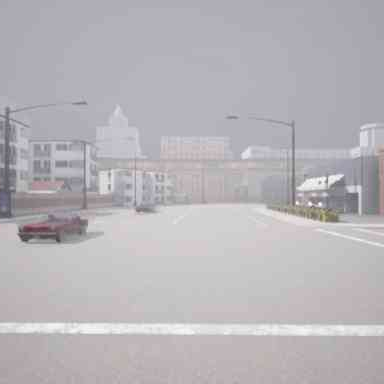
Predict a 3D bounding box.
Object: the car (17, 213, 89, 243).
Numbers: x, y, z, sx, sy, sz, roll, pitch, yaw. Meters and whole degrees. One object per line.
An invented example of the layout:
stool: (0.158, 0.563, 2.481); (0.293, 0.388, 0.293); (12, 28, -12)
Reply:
car: (-6.948, 1.759, 17.117); (1.895, 1.301, 4.718); (0, -1, 1)

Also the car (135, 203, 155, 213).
car: (-5.979, 2.057, 42.977); (1.895, 1.301, 4.718); (0, -1, 3)
